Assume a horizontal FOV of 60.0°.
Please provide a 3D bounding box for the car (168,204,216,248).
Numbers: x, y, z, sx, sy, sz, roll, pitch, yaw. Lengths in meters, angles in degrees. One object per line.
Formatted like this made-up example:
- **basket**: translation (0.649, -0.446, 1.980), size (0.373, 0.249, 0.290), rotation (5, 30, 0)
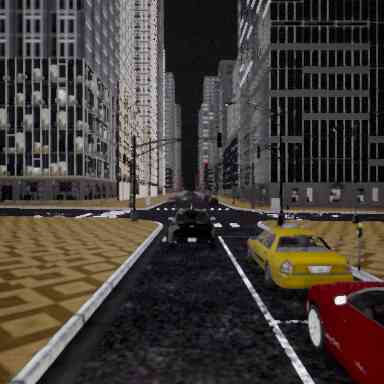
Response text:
- **car**: translation (0.000, 1.515, 14.650), size (1.837, 1.490, 4.892), rotation (0, 0, 0)

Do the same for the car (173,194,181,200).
- **car**: translation (-4.245, 1.422, 93.045), size (1.967, 1.590, 4.097), rotation (0, 0, 0)

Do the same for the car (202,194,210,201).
- **car**: translation (3.666, 1.428, 87.561), size (1.967, 1.590, 4.097), rotation (0, 0, 0)

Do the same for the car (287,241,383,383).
- **car**: translation (2.565, 1.543, 3.269), size (1.887, 1.381, 4.507), rotation (0, 0, 0)

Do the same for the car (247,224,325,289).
- **car**: translation (2.565, 1.523, 8.991), size (1.752, 1.417, 4.829), rotation (0, 0, 0)

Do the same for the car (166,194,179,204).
- **car**: translation (-4.091, 1.589, 65.407), size (1.802, 1.307, 4.206), rotation (0, 0, 0)

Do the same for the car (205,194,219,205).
- **car**: translation (3.869, 1.576, 59.924), size (1.947, 1.339, 4.313), rotation (0, 0, 0)

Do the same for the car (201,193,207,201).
- **car**: translation (3.697, 1.309, 82.033), size (2.192, 1.841, 5.009), rotation (0, 0, 0)

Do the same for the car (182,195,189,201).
- **car**: translation (-1.619, 1.514, 82.160), size (2.128, 1.511, 4.902), rotation (0, 0, 0)

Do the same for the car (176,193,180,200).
- **car**: translation (-4.183, 1.560, 81.989), size (1.947, 1.339, 4.313), rotation (0, 0, 0)
